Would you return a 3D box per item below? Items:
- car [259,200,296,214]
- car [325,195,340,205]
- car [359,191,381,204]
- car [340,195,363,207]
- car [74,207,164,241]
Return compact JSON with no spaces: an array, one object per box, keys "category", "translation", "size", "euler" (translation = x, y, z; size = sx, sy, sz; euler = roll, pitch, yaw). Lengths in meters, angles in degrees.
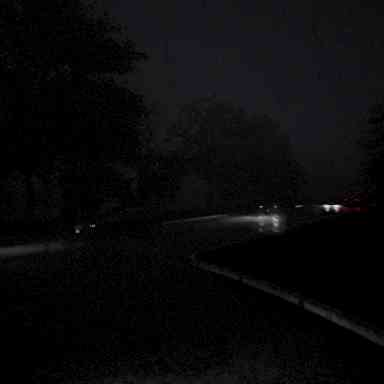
[{"category":"car","translation":[8.338,1.422,32.339],"size":[1.895,1.301,4.718],"euler":[-1,0,38]},{"category":"car","translation":[20.669,1.169,47.979],"size":[1.994,1.385,4.181],"euler":[-1,0,38]},{"category":"car","translation":[26.994,0.817,50.398],"size":[2.097,1.767,4.553],"euler":[-1,0,38]},{"category":"car","translation":[20.884,1.110,42.483],"size":[1.812,1.442,4.674],"euler":[-1,0,39]},{"category":"car","translation":[-3.677,1.544,17.336],"size":[2.128,1.511,4.902],"euler":[-1,0,43]}]
